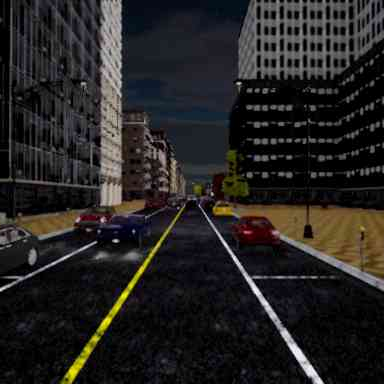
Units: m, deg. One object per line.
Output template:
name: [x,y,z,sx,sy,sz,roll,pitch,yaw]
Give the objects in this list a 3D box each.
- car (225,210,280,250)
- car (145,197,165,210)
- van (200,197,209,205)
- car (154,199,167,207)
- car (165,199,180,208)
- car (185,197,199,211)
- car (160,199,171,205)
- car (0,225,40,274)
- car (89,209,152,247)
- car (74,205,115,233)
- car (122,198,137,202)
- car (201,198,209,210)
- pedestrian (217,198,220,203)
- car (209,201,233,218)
car: [2.675,1.686,14.612,1.802,1.307,4.206,0,0,0]
car: [-5.693,1.671,48.772,2.192,1.841,5.009,0,0,0]
van: [2.649,1.879,71.503,1.690,1.788,3.998,0,0,0]
car: [-5.697,1.991,60.149,1.887,1.381,4.507,0,0,0]
car: [-3.059,1.923,58.467,2.128,1.511,4.902,0,0,0]
car: [-0.002,1.852,47.434,1.837,1.490,4.892,0,0,0]
car: [-5.699,2.104,71.525,1.947,1.339,4.313,0,0,0]
car: [-5.687,1.614,8.949,2.008,1.369,4.403,0,0,0]
car: [-3.103,1.713,15.799,1.895,1.301,4.718,0,0,0]
car: [-5.689,1.585,20.327,1.967,1.590,4.097,0,0,0]
car: [-17.481,2.237,92.309,4.206,1.307,1.802,0,-1,0]
car: [2.653,1.922,48.746,1.947,1.339,4.313,0,0,0]
pedestrian: [2.994,1.556,36.377,0.375,1.860,0.375,0,-1,0]
car: [2.994,1.695,33.379,1.801,1.575,5.366,0,0,0]
